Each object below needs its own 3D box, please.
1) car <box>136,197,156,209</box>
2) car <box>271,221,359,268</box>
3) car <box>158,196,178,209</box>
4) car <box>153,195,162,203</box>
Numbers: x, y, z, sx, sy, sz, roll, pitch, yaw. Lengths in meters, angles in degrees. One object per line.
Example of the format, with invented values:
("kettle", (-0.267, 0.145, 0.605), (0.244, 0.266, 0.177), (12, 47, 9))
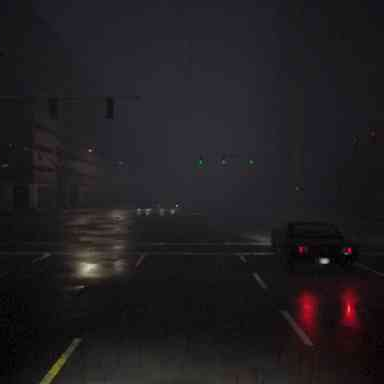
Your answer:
("car", (-7.057, 1.806, 49.819), (1.994, 1.385, 4.181), (0, 0, 0))
("car", (3.925, 1.657, 11.525), (1.895, 1.301, 4.718), (0, 0, 6))
("car", (-3.557, 1.719, 49.762), (1.882, 1.535, 5.008), (0, 0, 0))
("car", (-6.978, 1.543, 67.118), (2.150, 2.045, 5.566), (0, 0, 0))
